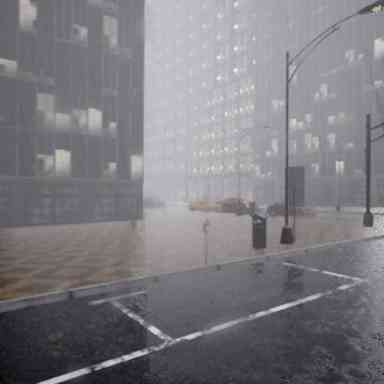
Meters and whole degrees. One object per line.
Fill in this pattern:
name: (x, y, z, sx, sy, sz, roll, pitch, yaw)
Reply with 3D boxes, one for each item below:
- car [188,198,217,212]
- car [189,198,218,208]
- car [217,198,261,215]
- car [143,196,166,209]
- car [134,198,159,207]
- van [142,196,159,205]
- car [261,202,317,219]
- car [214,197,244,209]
car: (1.478, 1.467, 35.776, 1.752, 1.417, 4.829, 0, 0, -35)
car: (1.646, 1.631, 50.171, 1.752, 1.417, 4.829, 0, 0, -35)
car: (4.634, 1.329, 31.256, 1.967, 1.590, 4.097, 0, 0, -35)
car: (-5.129, 1.492, 45.235, 1.967, 1.590, 4.097, 0, 0, -35)
car: (-7.319, 1.647, 53.002, 1.837, 1.490, 4.892, 0, -1, -34)
van: (-8.021, 1.608, 64.012, 1.690, 1.788, 3.998, 0, 0, -35)
car: (7.889, 1.417, 26.596, 1.802, 1.307, 4.206, 0, 0, -35)
car: (4.996, 1.490, 45.373, 1.967, 1.590, 4.097, 0, 0, -35)
